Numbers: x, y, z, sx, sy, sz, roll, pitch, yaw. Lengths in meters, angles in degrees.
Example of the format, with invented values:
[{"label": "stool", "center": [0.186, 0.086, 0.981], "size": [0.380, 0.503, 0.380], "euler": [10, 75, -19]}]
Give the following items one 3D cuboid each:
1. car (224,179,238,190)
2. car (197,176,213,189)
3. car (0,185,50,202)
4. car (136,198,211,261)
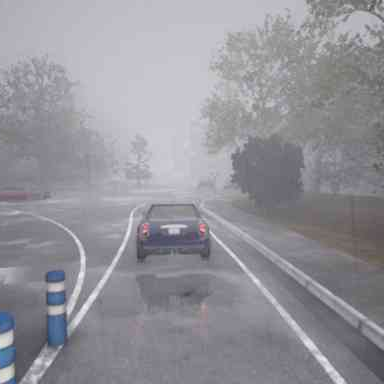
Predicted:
[{"label": "car", "center": [5.044, -1.019, 42.929], "size": [2.033, 1.411, 5.357], "euler": [1, 4, 7]}, {"label": "car", "center": [1.846, -1.410, 45.528], "size": [2.097, 1.767, 4.553], "euler": [0, 4, 3]}, {"label": "car", "center": [-14.188, 0.087, 27.838], "size": [4.181, 1.385, 1.994], "euler": [0, 4, -4]}, {"label": "car", "center": [-0.681, 0.976, 11.093], "size": [2.097, 1.767, 4.553], "euler": [0, 3, -5]}]
